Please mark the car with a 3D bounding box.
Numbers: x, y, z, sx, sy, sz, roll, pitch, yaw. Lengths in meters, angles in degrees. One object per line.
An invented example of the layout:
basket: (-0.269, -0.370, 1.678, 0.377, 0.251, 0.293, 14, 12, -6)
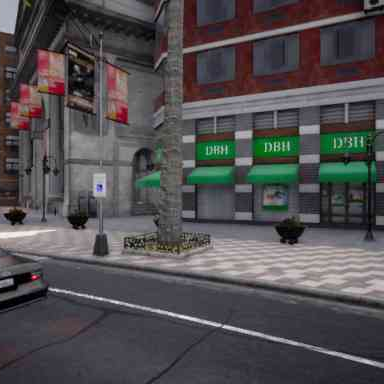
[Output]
car: (-5.275, 1.547, 6.663, 5.357, 1.411, 2.033, 0, 0, 29)
